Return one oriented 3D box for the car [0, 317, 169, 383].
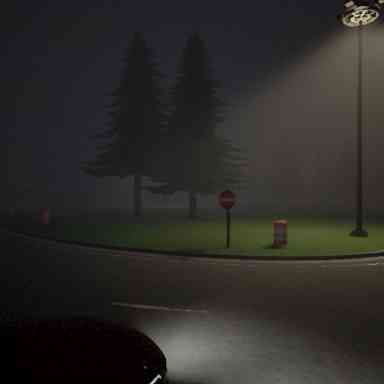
[{"bbox_3d":[-2.319,1.518,2.092,4.674,1.442,1.812,1,0,-35],"label":"car"}]
